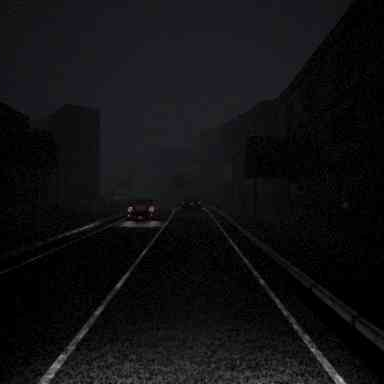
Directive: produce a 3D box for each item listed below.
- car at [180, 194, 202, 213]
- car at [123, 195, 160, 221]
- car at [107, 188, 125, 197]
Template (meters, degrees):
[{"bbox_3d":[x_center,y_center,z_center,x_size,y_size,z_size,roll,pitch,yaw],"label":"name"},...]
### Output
[{"bbox_3d":[-0.109,1.100,33.638,2.097,1.767,4.553,0,1,-2],"label":"car"},{"bbox_3d":[-3.674,1.210,25.689,2.097,1.767,4.553,0,1,-1],"label":"car"},{"bbox_3d":[-15.209,-0.031,66.799,2.097,1.767,4.553,2,1,-39],"label":"car"}]
